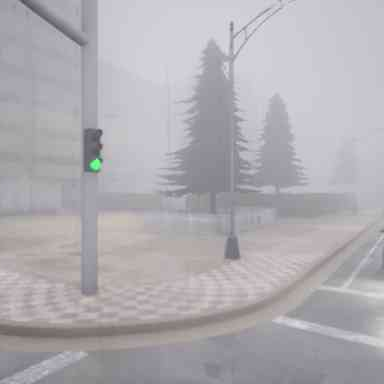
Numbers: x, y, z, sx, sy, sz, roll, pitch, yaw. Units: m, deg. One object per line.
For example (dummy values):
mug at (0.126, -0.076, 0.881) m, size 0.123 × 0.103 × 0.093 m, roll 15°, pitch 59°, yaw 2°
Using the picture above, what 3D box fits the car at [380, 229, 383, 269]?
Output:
car at (7.089, 1.490, 10.175) m, size 1.837 × 1.490 × 4.892 m, roll 0°, pitch 0°, yaw 35°
